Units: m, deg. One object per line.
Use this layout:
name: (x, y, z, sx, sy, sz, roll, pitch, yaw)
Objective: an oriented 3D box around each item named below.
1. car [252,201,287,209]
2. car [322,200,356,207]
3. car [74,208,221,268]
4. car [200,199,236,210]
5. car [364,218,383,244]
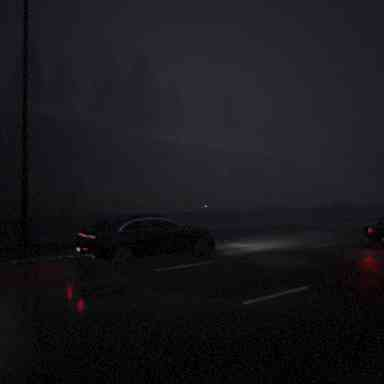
car: (8.261, 1.653, 35.414, 4.181, 1.385, 1.994, 0, 0, -35)
car: (16.290, 1.629, 36.803, 4.892, 1.490, 1.837, 0, 0, -36)
car: (-1.413, 1.501, 11.302, 4.902, 1.511, 2.128, 0, 0, -35)
car: (3.212, 1.579, 40.419, 4.892, 1.490, 1.837, 1, 0, -35)
car: (9.781, 1.667, 14.864, 4.718, 1.301, 1.895, 0, 0, -35)
